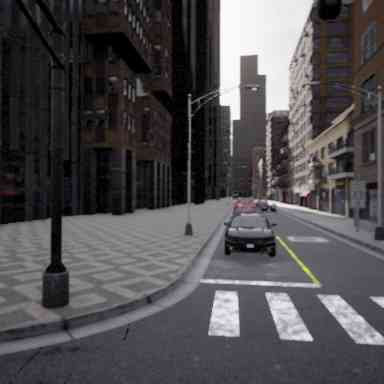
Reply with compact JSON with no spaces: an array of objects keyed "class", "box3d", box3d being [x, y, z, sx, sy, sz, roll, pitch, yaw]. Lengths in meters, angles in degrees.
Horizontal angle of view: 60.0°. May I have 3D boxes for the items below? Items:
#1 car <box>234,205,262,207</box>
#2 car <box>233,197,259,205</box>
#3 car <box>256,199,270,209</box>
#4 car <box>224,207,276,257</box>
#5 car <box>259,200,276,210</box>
[{"class":"car","box3d":[3.894,1.853,23.807,1.895,1.301,4.718,0,-1,8]},{"class":"car","box3d":[5.454,1.581,34.207,2.150,2.045,5.566,0,-1,9]},{"class":"car","box3d":[12.056,2.051,56.912,2.128,1.511,4.902,0,0,9]},{"class":"car","box3d":[2.430,1.627,14.008,1.882,1.535,5.008,0,-1,9]},{"class":"car","box3d":[10.339,2.074,45.343,1.895,1.301,4.718,0,0,9]}]
